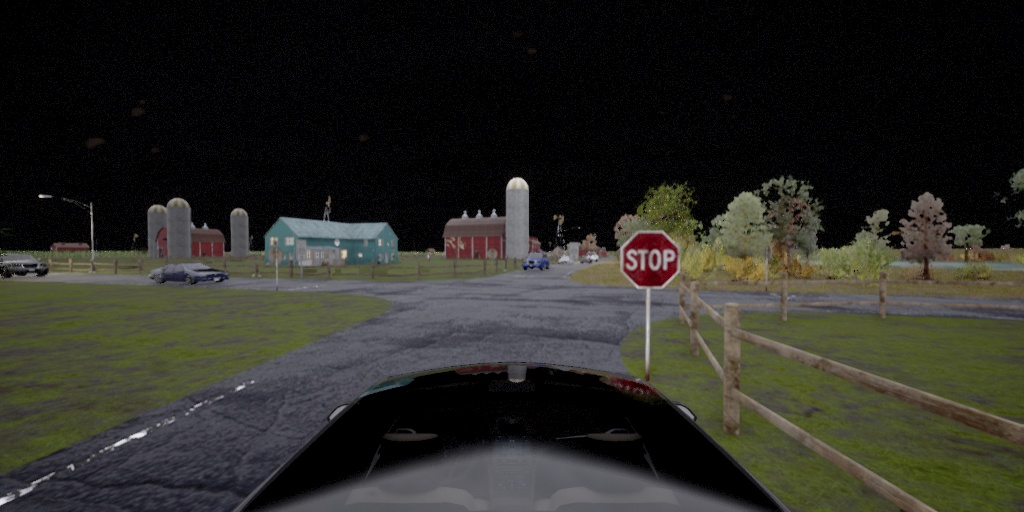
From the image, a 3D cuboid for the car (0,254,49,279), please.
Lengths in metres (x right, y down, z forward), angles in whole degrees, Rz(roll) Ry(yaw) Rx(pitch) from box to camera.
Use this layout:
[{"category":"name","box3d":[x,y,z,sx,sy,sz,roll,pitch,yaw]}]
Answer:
[{"category":"car","box3d":[-42.340,0.808,30.471,5.566,2.045,2.150,0,1,18]}]

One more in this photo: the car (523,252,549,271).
[{"category":"car","box3d":[2.825,0.607,40.949,2.150,2.045,5.566,0,1,16]}]

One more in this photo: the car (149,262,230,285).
[{"category":"car","box3d":[-21.660,1.136,24.026,5.357,1.411,2.033,0,1,17]}]

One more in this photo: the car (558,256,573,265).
[{"category":"car","box3d":[8.999,0.739,60.168,1.812,1.442,4.674,0,0,19]}]
